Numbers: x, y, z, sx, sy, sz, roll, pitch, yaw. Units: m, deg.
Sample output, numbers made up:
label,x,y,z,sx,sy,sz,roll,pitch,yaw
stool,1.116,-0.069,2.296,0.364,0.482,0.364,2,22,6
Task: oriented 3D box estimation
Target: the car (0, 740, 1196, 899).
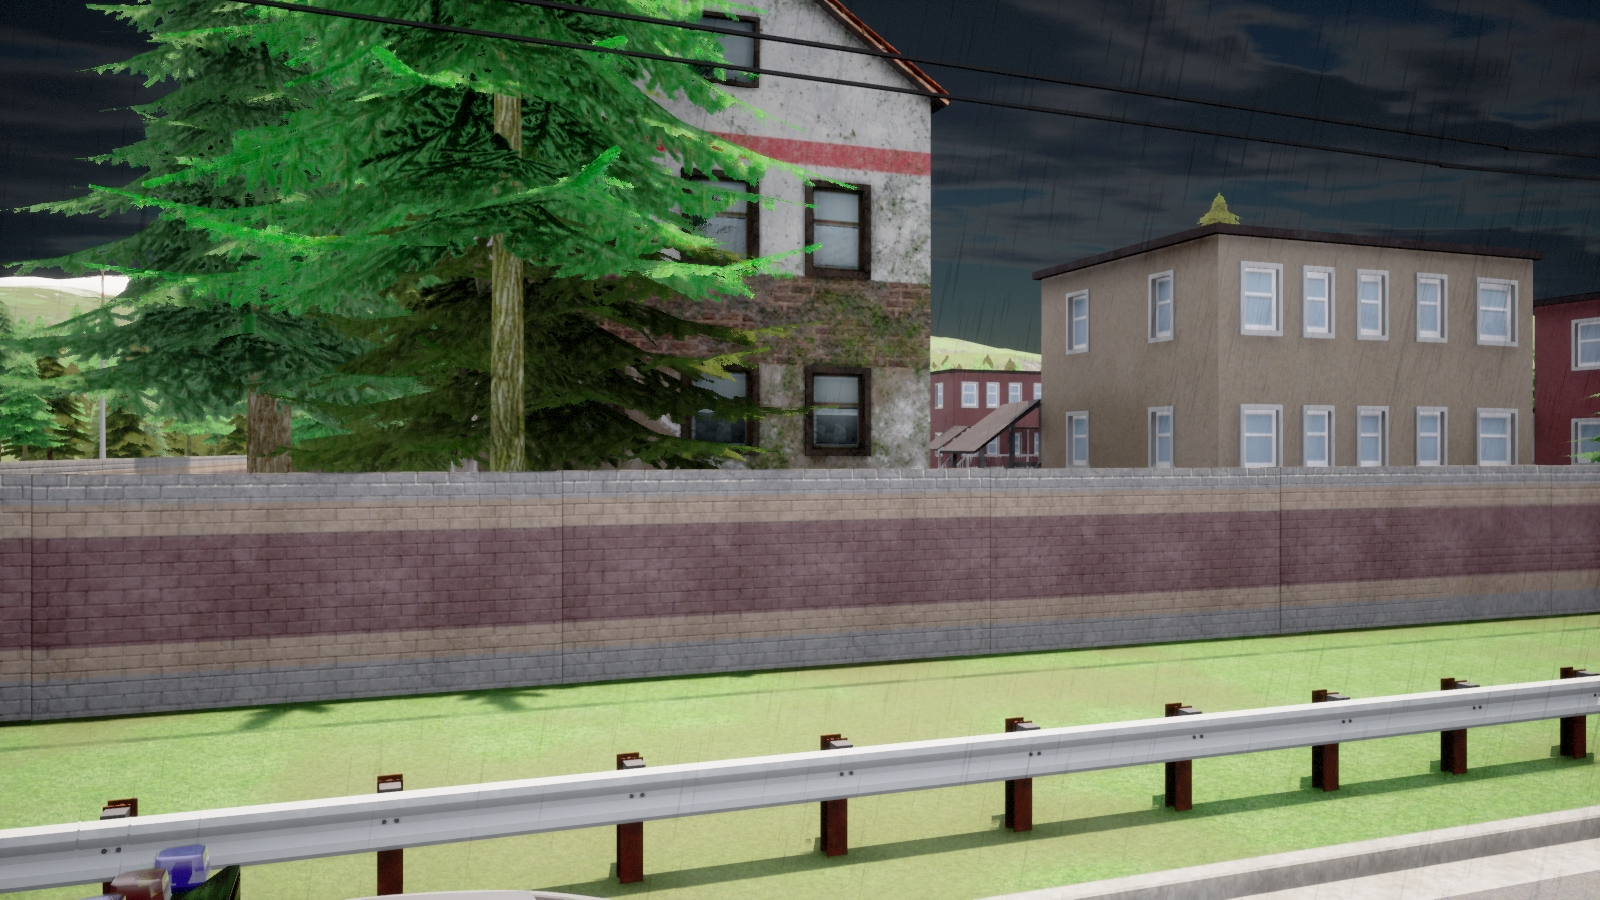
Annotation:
label,x,y,z,sx,sy,sz,roll,pitch,yaw
car,-1.671,1.982,2.695,5.238,1.638,2.097,0,0,-20
